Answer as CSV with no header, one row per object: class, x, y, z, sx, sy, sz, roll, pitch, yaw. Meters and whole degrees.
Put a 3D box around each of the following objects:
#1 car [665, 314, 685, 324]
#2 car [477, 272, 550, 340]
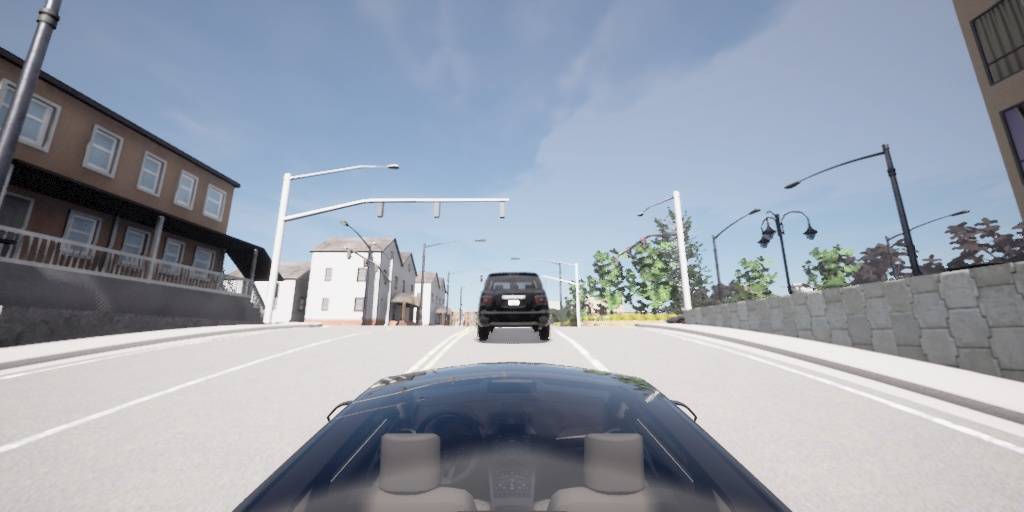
car,15.850,5.538,31.384,4.553,1.767,2.097,0,-12,1
car,0.046,1.736,12.574,2.150,2.045,5.566,-1,-7,0
